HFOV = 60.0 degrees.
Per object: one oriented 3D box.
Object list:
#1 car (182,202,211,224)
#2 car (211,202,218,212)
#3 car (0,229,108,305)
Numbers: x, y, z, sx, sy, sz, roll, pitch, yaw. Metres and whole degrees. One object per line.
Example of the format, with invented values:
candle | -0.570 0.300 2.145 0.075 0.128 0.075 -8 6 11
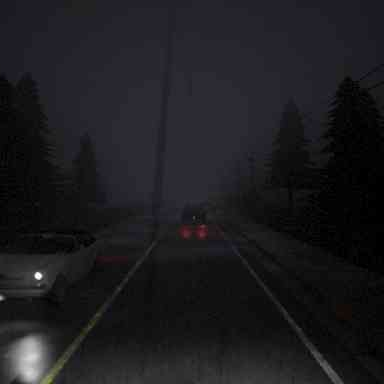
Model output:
car | 0.180 1.688 26.881 2.128 1.511 4.902 0 0 1
car | 1.811 1.871 40.817 1.994 1.385 4.181 0 -1 21
car | -3.591 1.664 8.360 1.895 1.301 4.718 0 0 0
